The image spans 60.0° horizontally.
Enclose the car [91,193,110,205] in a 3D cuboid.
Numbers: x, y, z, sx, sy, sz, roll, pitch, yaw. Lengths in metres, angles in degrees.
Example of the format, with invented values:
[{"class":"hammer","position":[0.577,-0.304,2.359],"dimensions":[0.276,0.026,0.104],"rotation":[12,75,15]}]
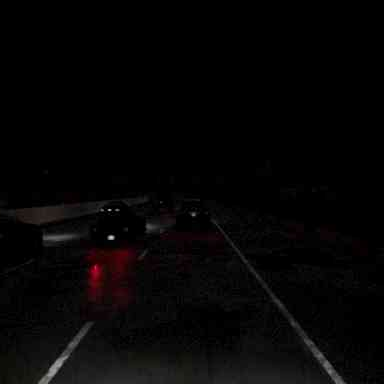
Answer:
[{"class":"car","position":[-17.526,1.283,64.124],"dimensions":[2.150,2.045,5.566],"rotation":[0,0,0]}]

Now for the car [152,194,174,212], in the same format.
[{"class":"car","position":[-3.403,1.259,39.637],"dimensions":[2.150,2.045,5.566],"rotation":[0,0,0]}]

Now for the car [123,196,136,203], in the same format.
[{"class":"car","position":[-14.036,1.611,74.908],"dimensions":[2.033,1.411,5.357],"rotation":[0,0,0]}]

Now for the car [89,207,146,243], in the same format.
[{"class":"car","position":[-3.406,1.616,16.219],"dimensions":[1.895,1.301,4.718],"rotation":[0,0,0]}]

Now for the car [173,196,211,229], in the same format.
[{"class":"car","position":[0.094,1.373,21.822],"dimensions":[2.097,1.767,4.553],"rotation":[0,0,0]}]

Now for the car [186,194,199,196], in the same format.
[{"class":"car","position":[0.085,1.261,41.469],"dimensions":[2.150,2.045,5.566],"rotation":[0,0,0]}]

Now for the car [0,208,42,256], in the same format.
[{"class":"car","position":[-6.905,1.502,11.399],"dimensions":[2.128,1.511,4.902],"rotation":[0,0,0]}]

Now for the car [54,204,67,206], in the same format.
[{"class":"car","position":[-14.107,1.599,36.951],"dimensions":[1.994,1.385,4.181],"rotation":[0,0,0]}]

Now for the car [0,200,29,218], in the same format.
[{"class":"car","position":[-17.607,1.556,31.703],"dimensions":[1.812,1.442,4.674],"rotation":[0,0,0]}]

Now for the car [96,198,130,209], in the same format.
[{"class":"car","position":[-6.912,1.577,30.393],"dimensions":[2.033,1.411,5.357],"rotation":[0,0,0]}]
